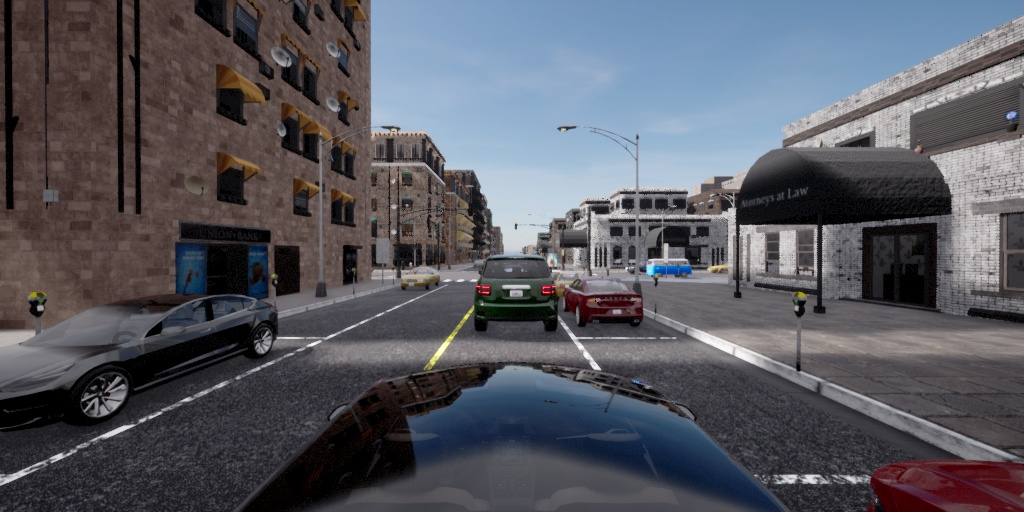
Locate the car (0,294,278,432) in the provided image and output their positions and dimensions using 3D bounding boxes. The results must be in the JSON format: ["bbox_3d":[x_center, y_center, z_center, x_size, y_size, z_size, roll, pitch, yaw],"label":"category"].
[{"bbox_3d":[-5.688,1.315,5.720,1.948,1.339,4.313,0,0,0],"label":"car"}]

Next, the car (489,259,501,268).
[{"bbox_3d":[-3.011,1.292,63.119,1.837,1.490,4.892,0,0,0],"label":"car"}]

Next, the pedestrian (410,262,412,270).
[{"bbox_3d":[-12.595,1.213,44.699,0.500,1.100,0.500,0,0,0],"label":"pedestrian"}]

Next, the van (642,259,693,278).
[{"bbox_3d":[14.682,1.165,33.558,3.998,1.789,1.690,0,0,0],"label":"van"}]

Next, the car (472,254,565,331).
[{"bbox_3d":[0.105,0.971,11.076,2.150,2.045,5.566,0,0,0],"label":"car"}]

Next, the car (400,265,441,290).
[{"bbox_3d":[-5.674,1.279,22.639,1.751,1.417,4.829,0,0,0],"label":"car"}]

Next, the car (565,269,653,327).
[{"bbox_3d":[2.697,1.295,11.404,1.888,1.381,4.507,0,0,0],"label":"car"}]

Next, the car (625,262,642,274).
[{"bbox_3d":[14.957,1.277,39.358,4.902,1.511,2.128,0,0,-2],"label":"car"}]

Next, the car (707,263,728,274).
[{"bbox_3d":[25.518,1.322,42.010,4.829,1.417,1.751,0,0,0],"label":"car"}]

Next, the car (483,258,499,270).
[{"bbox_3d":[-3.046,1.125,52.556,2.097,1.767,4.553,0,0,0],"label":"car"}]

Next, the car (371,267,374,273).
[{"bbox_3d":[-16.453,1.345,35.938,4.718,1.301,1.895,0,0,0],"label":"car"}]
